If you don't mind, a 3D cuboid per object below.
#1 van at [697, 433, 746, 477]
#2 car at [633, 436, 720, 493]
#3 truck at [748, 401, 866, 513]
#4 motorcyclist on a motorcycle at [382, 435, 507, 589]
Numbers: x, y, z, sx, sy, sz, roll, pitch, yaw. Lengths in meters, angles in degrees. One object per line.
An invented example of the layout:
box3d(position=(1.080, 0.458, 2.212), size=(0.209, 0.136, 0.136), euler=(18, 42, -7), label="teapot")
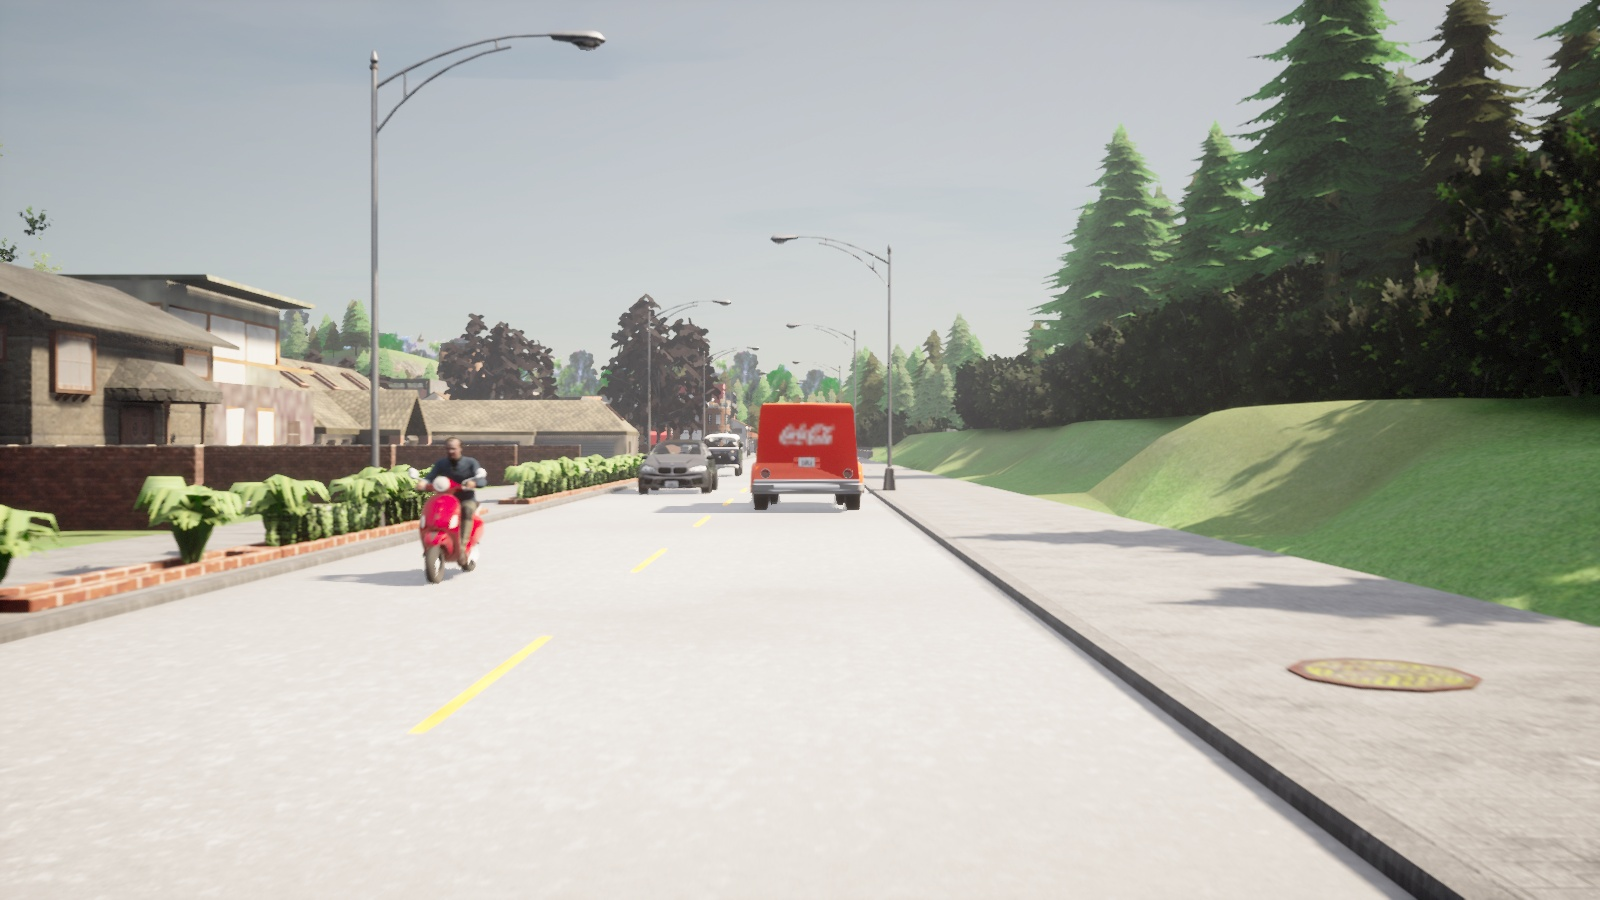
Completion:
box3d(position=(-3.685, 0.220, 59.651), size=(2.069, 2.038, 4.480), euler=(0, 0, 0), label="van")
box3d(position=(-3.788, 0.425, 39.306), size=(2.242, 1.667, 4.611), euler=(0, 0, 0), label="car")
box3d(position=(0.169, 0.138, 30.391), size=(2.627, 2.467, 5.204), euler=(0, 1, 0), label="truck")
box3d(position=(-3.903, 0.639, 13.946), size=(0.866, 1.590, 1.817), euler=(0, 0, 1), label="motorcyclist on a motorcycle")
